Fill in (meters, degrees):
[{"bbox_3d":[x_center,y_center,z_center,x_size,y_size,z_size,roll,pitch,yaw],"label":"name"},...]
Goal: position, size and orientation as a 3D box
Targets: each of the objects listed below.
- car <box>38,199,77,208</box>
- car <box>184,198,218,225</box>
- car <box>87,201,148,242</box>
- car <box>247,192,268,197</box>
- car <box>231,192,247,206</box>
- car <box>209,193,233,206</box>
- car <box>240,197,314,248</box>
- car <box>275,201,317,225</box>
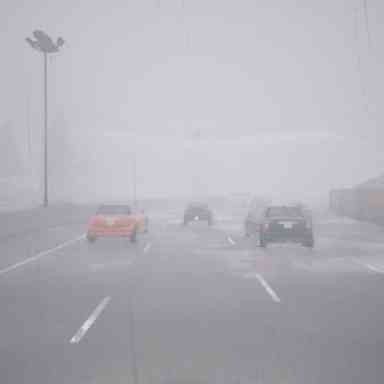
[{"bbox_3d":[-15.150,1.482,37.669,1.895,1.301,4.718,0,0,14],"label":"car"},{"bbox_3d":[0.558,1.391,23.119,1.837,1.490,4.892,-1,0,7],"label":"car"},{"bbox_3d":[-3.378,1.275,15.951,2.097,1.767,4.553,0,0,0],"label":"car"},{"bbox_3d":[9.227,1.142,43.602,2.097,1.767,4.553,0,1,27],"label":"car"},{"bbox_3d":[7.386,0.985,48.779,2.150,2.045,5.566,-1,0,33],"label":"car"},{"bbox_3d":[3.736,1.269,48.543,1.837,1.490,4.892,-2,-1,29],"label":"car"},{"bbox_3d":[3.605,1.283,14.572,2.097,1.767,4.553,0,0,0],"label":"car"},{"bbox_3d":[7.465,1.429,24.446,2.033,1.411,5.357,0,0,7],"label":"car"}]
